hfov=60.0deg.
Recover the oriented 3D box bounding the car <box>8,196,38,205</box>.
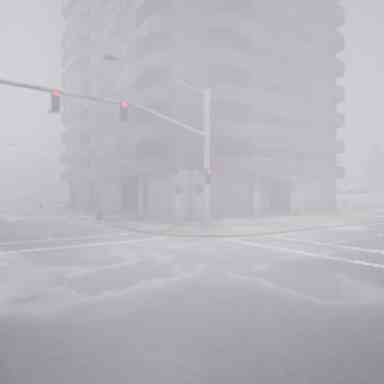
[{"bbox_3d":[-30.565,1.450,60.222,4.902,1.511,2.128,0,0,-35],"label":"car"}]
